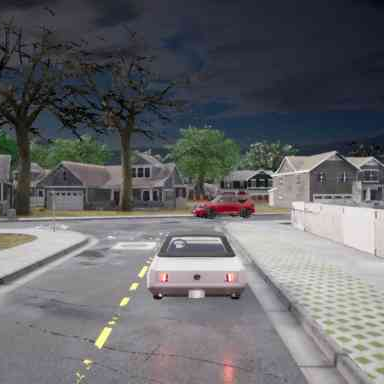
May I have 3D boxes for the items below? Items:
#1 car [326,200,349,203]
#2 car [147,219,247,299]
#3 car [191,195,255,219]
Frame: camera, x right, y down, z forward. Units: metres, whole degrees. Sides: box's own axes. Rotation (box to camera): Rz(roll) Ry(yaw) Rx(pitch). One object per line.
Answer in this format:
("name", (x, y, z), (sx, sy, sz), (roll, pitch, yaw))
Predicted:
("car", (13.785, 1.586, 32.553), (4.892, 1.490, 1.837), (0, 0, -18))
("car", (0.097, 1.602, 8.374), (1.895, 1.301, 4.718), (0, 0, 0))
("car", (2.728, 1.251, 28.498), (5.566, 2.045, 2.150), (0, 0, -22))
